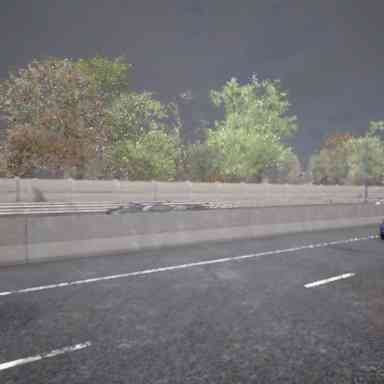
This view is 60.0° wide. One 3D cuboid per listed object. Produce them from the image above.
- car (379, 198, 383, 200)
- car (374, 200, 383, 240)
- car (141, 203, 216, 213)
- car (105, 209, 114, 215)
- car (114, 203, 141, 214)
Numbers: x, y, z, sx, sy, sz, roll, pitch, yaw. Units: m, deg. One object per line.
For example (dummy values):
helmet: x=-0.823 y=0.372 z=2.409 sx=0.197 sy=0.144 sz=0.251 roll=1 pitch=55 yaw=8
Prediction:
car: x=29.803 y=1.623 z=50.983 sx=4.902 sy=1.511 sz=2.128 roll=0 pitch=0 yaw=-35
car: x=10.959 y=1.388 z=15.865 sx=4.553 sy=1.767 sz=2.097 roll=0 pitch=0 yaw=-36
car: x=-0.441 y=1.526 z=20.876 sx=4.892 sy=1.490 sz=1.837 roll=0 pitch=0 yaw=-35
car: x=-4.728 y=1.584 z=26.417 sx=4.181 sy=1.385 sz=1.994 roll=0 pitch=0 yaw=-35
car: x=-2.794 y=1.546 z=23.511 sx=4.674 sy=1.442 sz=1.812 roll=0 pitch=0 yaw=-35
